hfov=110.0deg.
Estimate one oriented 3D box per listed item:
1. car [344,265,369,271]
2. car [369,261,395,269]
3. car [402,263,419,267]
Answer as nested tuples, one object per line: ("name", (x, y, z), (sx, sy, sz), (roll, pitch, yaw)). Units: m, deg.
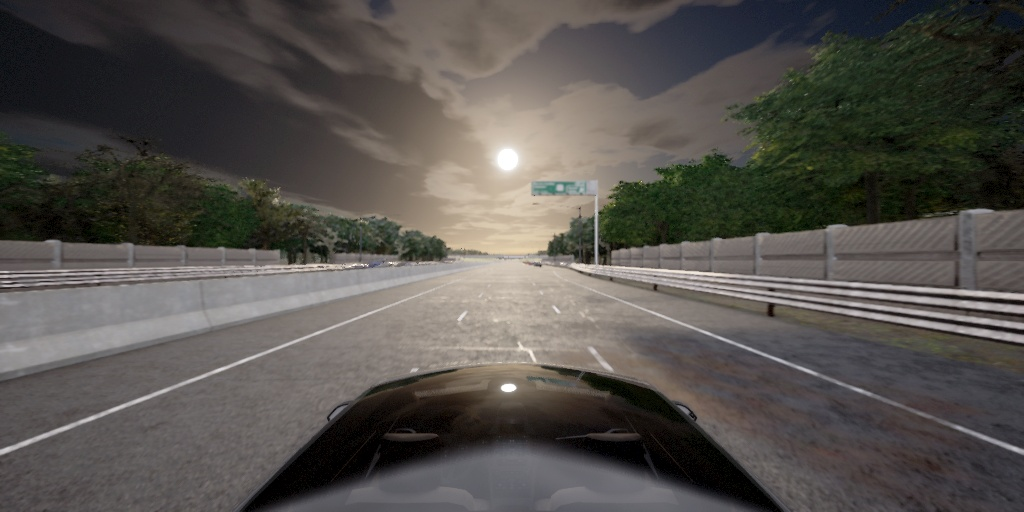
("car", (-21.025, 1.851, 48.741), (1.895, 1.301, 4.718), (0, -1, 1))
("car", (-17.524, 1.763, 49.561), (1.837, 1.490, 4.892), (0, 0, 0))
("car", (-14.025, 1.752, 49.829), (2.128, 1.511, 4.902), (0, -1, 0))
